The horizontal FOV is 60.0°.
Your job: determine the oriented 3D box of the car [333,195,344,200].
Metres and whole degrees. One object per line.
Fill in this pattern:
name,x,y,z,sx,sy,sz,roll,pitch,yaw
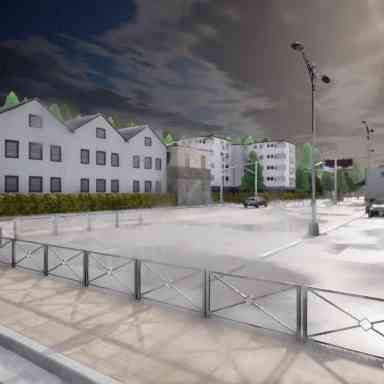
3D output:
car,37.032,1.361,83.903,1.994,1.385,4.181,0,0,35

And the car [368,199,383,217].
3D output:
car,15.469,1.298,26.777,2.007,1.523,4.514,0,0,35

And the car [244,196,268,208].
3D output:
car,8.373,1.300,43.313,2.128,1.511,4.902,0,0,33
